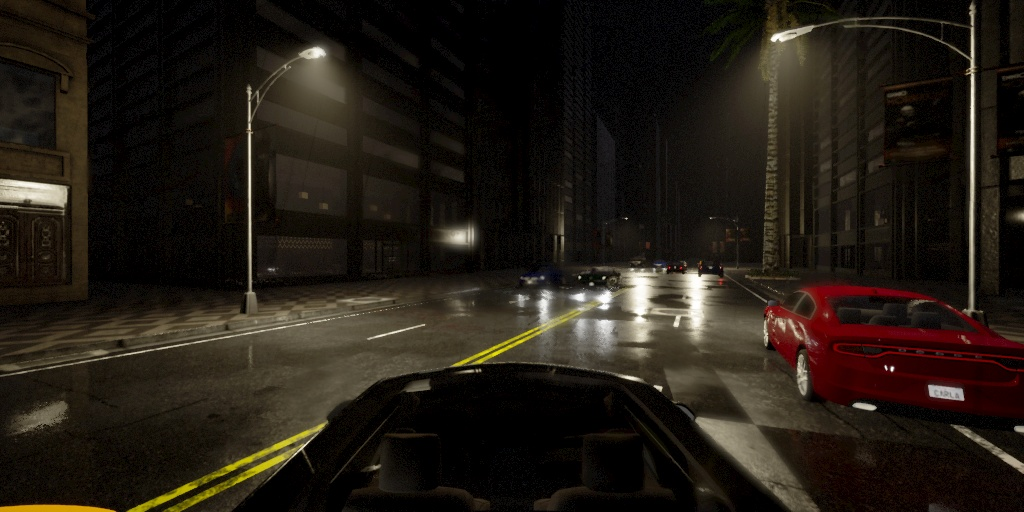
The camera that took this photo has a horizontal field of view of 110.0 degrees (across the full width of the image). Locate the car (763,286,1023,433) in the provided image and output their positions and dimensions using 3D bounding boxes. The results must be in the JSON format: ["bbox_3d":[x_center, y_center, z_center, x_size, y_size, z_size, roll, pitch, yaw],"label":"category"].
[{"bbox_3d":[5.512,1.228,5.819,1.882,1.535,5.008,0,0,27],"label":"car"}]

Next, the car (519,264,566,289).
[{"bbox_3d":[2.127,1.280,23.262,1.812,1.442,4.674,0,0,27],"label":"car"}]

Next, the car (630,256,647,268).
[{"bbox_3d":[21.404,1.010,60.655,2.150,2.045,5.566,0,0,28],"label":"car"}]

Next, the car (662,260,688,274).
[{"bbox_3d":[18.638,1.317,40.721,2.033,1.411,5.357,0,0,27],"label":"car"}]

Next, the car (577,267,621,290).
[{"bbox_3d":[5.677,1.356,23.062,1.895,1.301,4.718,0,0,27],"label":"car"}]

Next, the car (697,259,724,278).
[{"bbox_3d":[19.280,1.117,34.899,2.097,1.767,4.553,0,0,27],"label":"car"}]

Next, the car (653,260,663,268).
[{"bbox_3d":[24.861,1.318,60.258,1.812,1.442,4.674,0,0,28],"label":"car"}]
